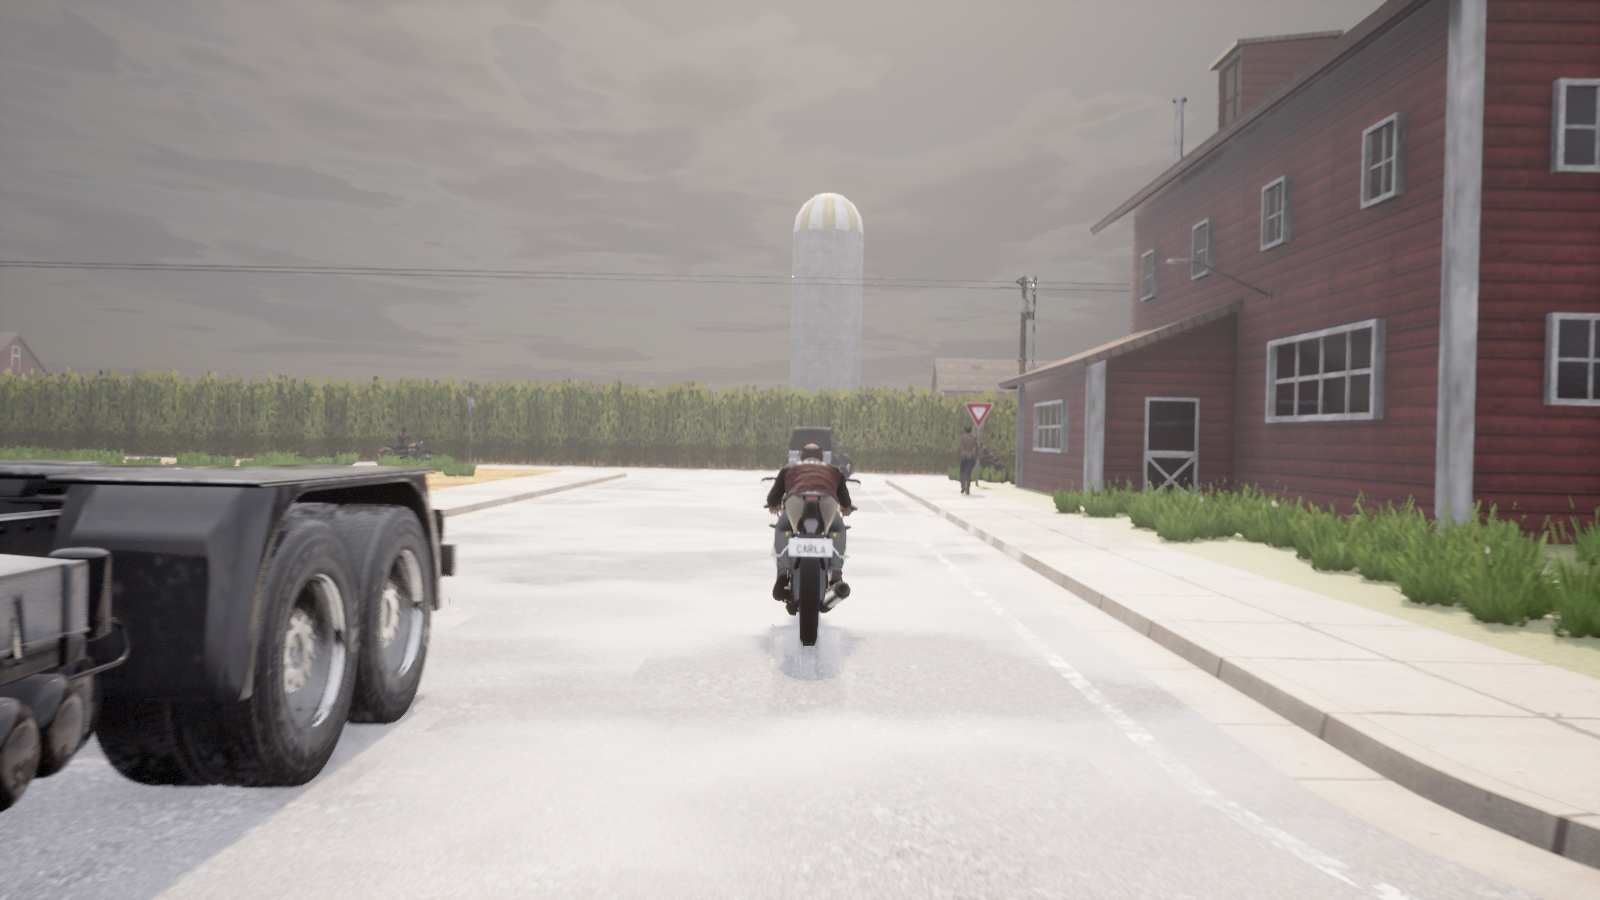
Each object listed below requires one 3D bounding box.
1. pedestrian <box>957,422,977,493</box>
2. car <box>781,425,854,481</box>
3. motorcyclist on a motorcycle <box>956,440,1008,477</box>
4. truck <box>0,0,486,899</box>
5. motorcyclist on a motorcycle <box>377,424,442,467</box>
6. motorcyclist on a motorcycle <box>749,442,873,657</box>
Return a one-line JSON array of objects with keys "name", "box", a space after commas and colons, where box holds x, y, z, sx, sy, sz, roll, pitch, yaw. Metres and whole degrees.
[{"name": "pedestrian", "box": [4.283, 0.182, 32.200, 0.328, 1.805, 0.869, 1, 1, -2]}, {"name": "car", "box": [0.668, 0.084, 44.544, 1.905, 1.878, 3.866, 1, 1, 11]}, {"name": "motorcyclist on a motorcycle", "box": [7.760, 0.360, 53.624, 2.044, 1.523, 0.797, 1, 1, 1]}, {"name": "truck", "box": [-3.422, -0.319, 3.759, 2.891, 3.462, 7.936, 1, 0, 0]}, {"name": "motorcyclist on a motorcycle", "box": [-15.726, -0.201, 50.578, 2.350, 1.649, 0.766, 2, 1, 1]}, {"name": "motorcyclist on a motorcycle", "box": [0.083, 0.715, 10.216, 0.866, 1.530, 2.191, 1, 1, 0]}]
